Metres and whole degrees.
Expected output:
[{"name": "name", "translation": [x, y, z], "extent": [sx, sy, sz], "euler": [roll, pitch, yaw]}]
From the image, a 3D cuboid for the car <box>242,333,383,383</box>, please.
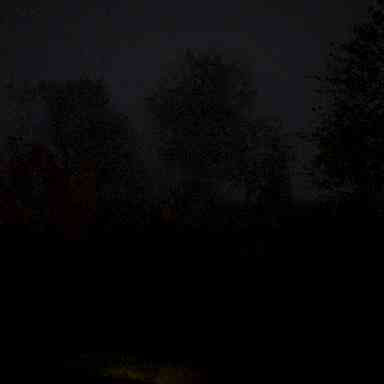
[{"name": "car", "translation": [2.732, 1.613, 2.131], "extent": [4.892, 1.490, 1.837], "euler": [2, 0, 12]}]
